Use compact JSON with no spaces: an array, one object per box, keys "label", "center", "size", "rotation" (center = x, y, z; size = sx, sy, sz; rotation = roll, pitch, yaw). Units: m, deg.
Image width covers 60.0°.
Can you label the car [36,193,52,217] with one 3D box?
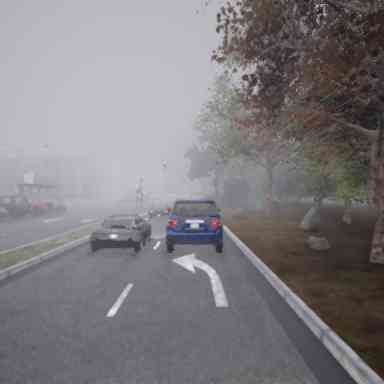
[{"label":"car","center":[-16.719,1.393,31.831],"size":[5.566,2.045,2.435],"rotation":[-1,-1,-20]}]

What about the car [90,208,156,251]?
[{"label":"car","center":[-2.898,1.614,14.300],"size":[1.994,1.385,4.181],"rotation":[0,0,0]}]

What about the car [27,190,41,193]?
[{"label":"car","center":[-31.169,0.414,66.522],"size":[2.002,1.452,4.674],"rotation":[6,-3,-19]}]

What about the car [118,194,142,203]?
[{"label":"car","center":[-14.450,1.675,75.650],"size":[4.792,1.488,2.163],"rotation":[-1,0,-15]}]

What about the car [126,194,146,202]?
[{"label":"car","center":[-13.712,1.539,81.595],"size":[4.553,1.767,2.185],"rotation":[-1,-1,-14]}]

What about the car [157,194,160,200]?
[{"label":"car","center":[-12.276,1.755,93.603],"size":[4.674,1.452,2.002],"rotation":[-1,-1,-13]}]

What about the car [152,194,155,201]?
[{"label":"car","center":[-13.020,1.691,87.606],"size":[4.892,1.521,2.231],"rotation":[-1,-1,-14]}]

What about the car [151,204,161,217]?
[{"label":"car","center":[-2.847,1.749,31.035],"size":[1.895,1.301,4.718],"rotation":[0,0,1]}]

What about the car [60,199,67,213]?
[{"label":"car","center":[-16.629,1.556,37.844],"size":[4.553,1.767,2.185],"rotation":[-1,0,-19]}]

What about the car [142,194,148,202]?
[{"label":"car","center":[-13.805,1.645,78.643],"size":[5.366,1.575,1.946],"rotation":[-1,-1,-15]}]

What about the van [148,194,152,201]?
[{"label":"van","center":[-13.247,1.449,84.636],"size":[4.442,1.987,1.878],"rotation":[-1,-1,-14]}]

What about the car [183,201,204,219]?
[{"label":"car","center":[0.168,1.653,31.519],"size":[1.837,1.490,4.892],"rotation":[0,-1,1]}]

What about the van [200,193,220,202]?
[{"label":"van","center":[4.277,1.371,78.248],"size":[4.442,1.987,1.878],"rotation":[1,0,-14]}]

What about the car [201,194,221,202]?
[{"label":"car","center":[4.661,1.483,81.217],"size":[4.553,1.767,2.185],"rotation":[1,0,-14]}]

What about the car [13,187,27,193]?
[{"label":"car","center":[-34.164,-0.148,66.585],"size":[2.435,2.045,5.566],"rotation":[6,-3,-19]}]

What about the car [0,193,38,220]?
[{"label":"car","center":[-16.792,1.375,28.794],"size":[5.566,2.045,2.435],"rotation":[-1,0,-20]}]

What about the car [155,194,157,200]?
[{"label":"car","center":[-12.647,1.742,90.601],"size":[4.674,1.452,2.002],"rotation":[-1,0,-13]}]

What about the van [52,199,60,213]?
[{"label":"van","center":[-16.603,1.436,34.867],"size":[4.442,1.987,1.878],"rotation":[-1,-1,-19]}]

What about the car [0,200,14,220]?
[{"label":"car","center":[-16.771,1.648,25.796],"size":[4.674,1.452,2.002],"rotation":[-1,0,-20]}]

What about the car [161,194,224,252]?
[{"label":"car","center":[0.099,1.273,14.256],"size":[2.150,2.045,5.566],"rotation":[0,0,0]}]
